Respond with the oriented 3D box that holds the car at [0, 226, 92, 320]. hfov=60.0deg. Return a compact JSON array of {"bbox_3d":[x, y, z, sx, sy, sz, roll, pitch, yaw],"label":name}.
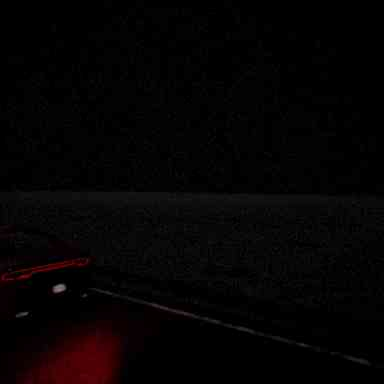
[{"bbox_3d":[-4.234,1.452,7.021,5.008,1.535,1.882,0,0,36],"label":"car"}]
